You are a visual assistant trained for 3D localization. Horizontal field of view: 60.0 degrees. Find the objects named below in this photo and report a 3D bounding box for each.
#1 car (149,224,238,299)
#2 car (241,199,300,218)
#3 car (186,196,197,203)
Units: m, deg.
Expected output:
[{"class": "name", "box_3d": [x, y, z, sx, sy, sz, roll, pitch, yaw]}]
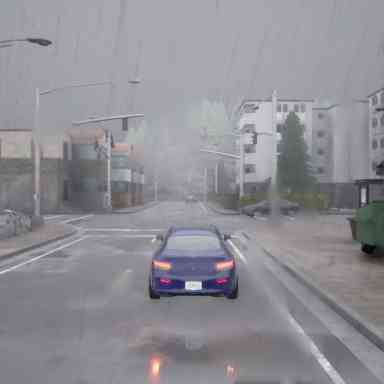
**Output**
[{"class": "car", "box_3d": [0.039, 1.526, 8.314, 1.812, 1.442, 4.674, 0, 0, 0]}, {"class": "car", "box_3d": [6.525, 1.342, 27.757, 4.892, 1.490, 1.837, -1, -1, -7]}, {"class": "car", "box_3d": [-0.152, 1.526, 66.956, 1.812, 1.442, 4.674, 0, 0, 0]}]
